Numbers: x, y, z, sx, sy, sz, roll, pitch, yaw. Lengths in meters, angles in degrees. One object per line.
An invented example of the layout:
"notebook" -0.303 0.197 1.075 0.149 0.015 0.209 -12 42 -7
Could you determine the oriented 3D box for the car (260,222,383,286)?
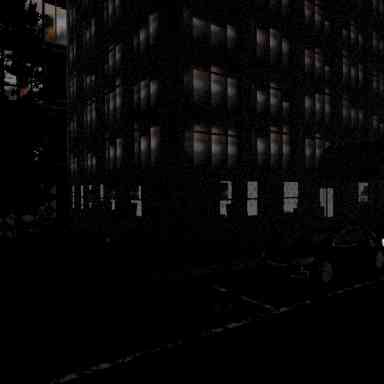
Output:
"car" 3.800 1.549 9.305 4.403 1.369 2.008 0 -1 -36
